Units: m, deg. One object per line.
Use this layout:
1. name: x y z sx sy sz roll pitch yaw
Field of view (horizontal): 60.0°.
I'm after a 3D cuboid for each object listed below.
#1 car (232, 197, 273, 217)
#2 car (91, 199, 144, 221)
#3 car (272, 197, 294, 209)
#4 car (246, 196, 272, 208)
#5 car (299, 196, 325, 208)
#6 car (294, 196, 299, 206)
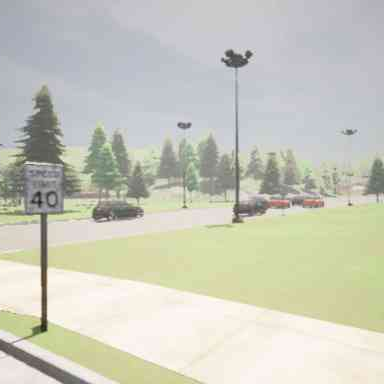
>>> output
1. car: 5.854 1.582 33.283 2.128 1.511 4.902 -1 0 37
2. car: -6.325 1.503 28.779 2.097 1.767 4.553 -1 0 37
3. car: 12.466 1.459 47.920 2.097 1.767 4.553 -1 0 37
4. car: 10.195 1.484 50.644 2.097 1.767 4.553 -1 0 37
5. car: 18.272 1.429 49.762 2.097 1.767 4.553 -1 0 37
6. car: 18.222 1.453 55.638 2.097 1.767 4.553 -1 0 37
